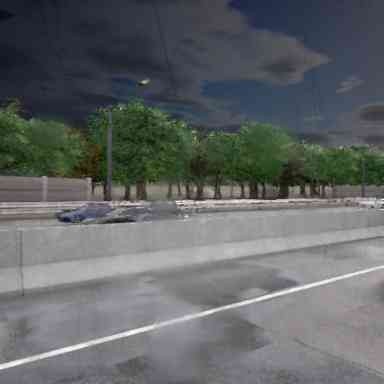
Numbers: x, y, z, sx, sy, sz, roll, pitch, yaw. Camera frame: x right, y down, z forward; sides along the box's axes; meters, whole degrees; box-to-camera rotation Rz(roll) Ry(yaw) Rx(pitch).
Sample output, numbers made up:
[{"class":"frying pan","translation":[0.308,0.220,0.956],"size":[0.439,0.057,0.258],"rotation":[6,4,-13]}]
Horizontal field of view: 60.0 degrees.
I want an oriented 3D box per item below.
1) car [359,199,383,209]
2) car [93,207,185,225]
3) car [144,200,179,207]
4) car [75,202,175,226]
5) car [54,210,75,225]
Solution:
[{"class":"car","translation":[26.003,1.680,48.015],"size":[4.674,1.442,1.812],"rotation":[0,0,-35]},{"class":"car","translation":[-2.089,1.586,15.393],"size":[4.181,1.385,1.994],"rotation":[0,0,-35]},{"class":"car","translation":[-2.851,1.387,23.440],"size":[4.553,1.767,2.097],"rotation":[0,0,-35]},{"class":"car","translation":[-3.641,1.528,18.585],"size":[4.892,1.490,1.837],"rotation":[0,0,-35]},{"class":"car","translation":[-7.246,1.571,24.613],"size":[5.357,1.411,2.033],"rotation":[0,0,-35]}]
